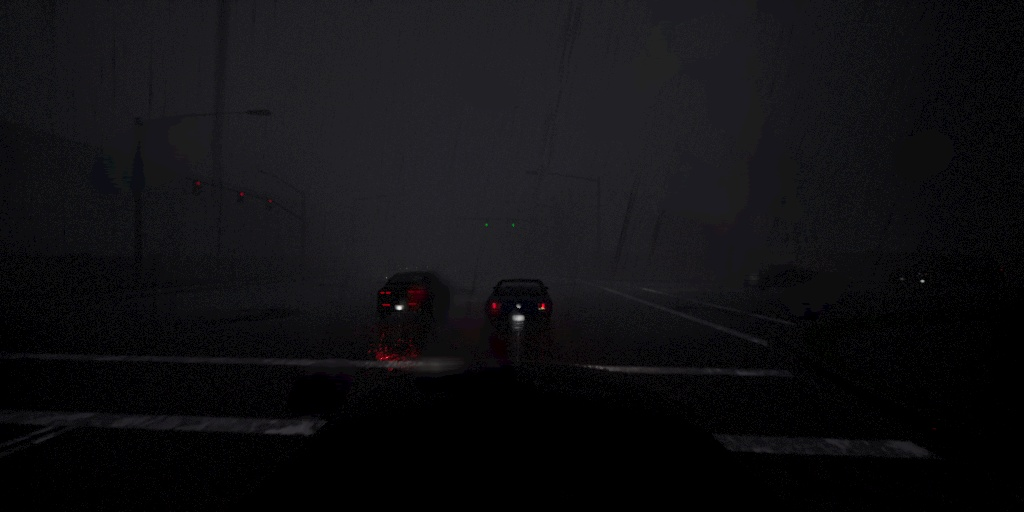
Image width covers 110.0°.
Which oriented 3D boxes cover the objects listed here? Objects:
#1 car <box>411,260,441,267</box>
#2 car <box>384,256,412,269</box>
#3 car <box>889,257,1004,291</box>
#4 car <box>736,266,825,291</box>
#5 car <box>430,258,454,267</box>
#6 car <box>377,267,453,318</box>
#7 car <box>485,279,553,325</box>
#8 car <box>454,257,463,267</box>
[{"bbox_3d":[-10.589,1.458,44.586,1.895,1.301,4.718,0,0,0],"label":"car"},{"bbox_3d":[-14.087,1.080,44.829,2.150,2.045,5.566,0,0,0],"label":"car"},{"bbox_3d":[27.205,1.090,22.554,5.566,2.045,2.150,0,0,-1],"label":"car"},{"bbox_3d":[16.567,1.358,22.279,4.902,1.511,2.128,0,0,-1],"label":"car"},{"bbox_3d":[-10.541,1.276,53.988,1.882,1.535,5.008,0,0,0],"label":"car"},{"bbox_3d":[-3.401,1.317,13.263,1.837,1.490,4.892,0,0,0],"label":"car"},{"bbox_3d":[0.296,1.406,12.011,1.895,1.301,4.718,0,0,3],"label":"car"},{"bbox_3d":[-10.498,1.296,64.241,1.895,1.301,4.718,0,1,0],"label":"car"}]
